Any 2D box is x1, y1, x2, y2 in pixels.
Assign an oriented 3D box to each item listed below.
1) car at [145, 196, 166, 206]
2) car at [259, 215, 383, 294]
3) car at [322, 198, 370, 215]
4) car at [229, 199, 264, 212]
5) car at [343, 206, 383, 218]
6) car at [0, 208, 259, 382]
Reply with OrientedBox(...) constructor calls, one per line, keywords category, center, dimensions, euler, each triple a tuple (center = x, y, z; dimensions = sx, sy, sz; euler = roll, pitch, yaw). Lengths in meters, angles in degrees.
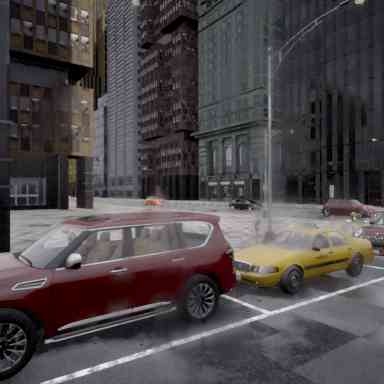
OrientedBox(category="car", center=(-6.366, 1.498, 58.418), dimensions=(2.097, 1.767, 4.553), euler=(0, 0, -35))
OrientedBox(category="car", center=(2.934, 1.524, 8.746), dimensions=(4.829, 1.417, 1.752), euler=(0, 0, -36))
OrientedBox(category="car", center=(14.027, 1.398, 29.646), dimensions=(2.097, 1.767, 4.553), euler=(0, 0, -35))
OrientedBox(category="car", center=(6.496, 1.587, 40.215), dimensions=(1.837, 1.490, 4.892), euler=(0, 1, -35))
OrientedBox(category="car", center=(7.632, 1.439, 12.099), dimensions=(4.097, 1.590, 1.967), euler=(0, 0, -36))
OrientedBox(category="car", center=(-1.489, 1.315, 5.592), dimensions=(5.009, 1.841, 2.192), euler=(0, 0, -36))
